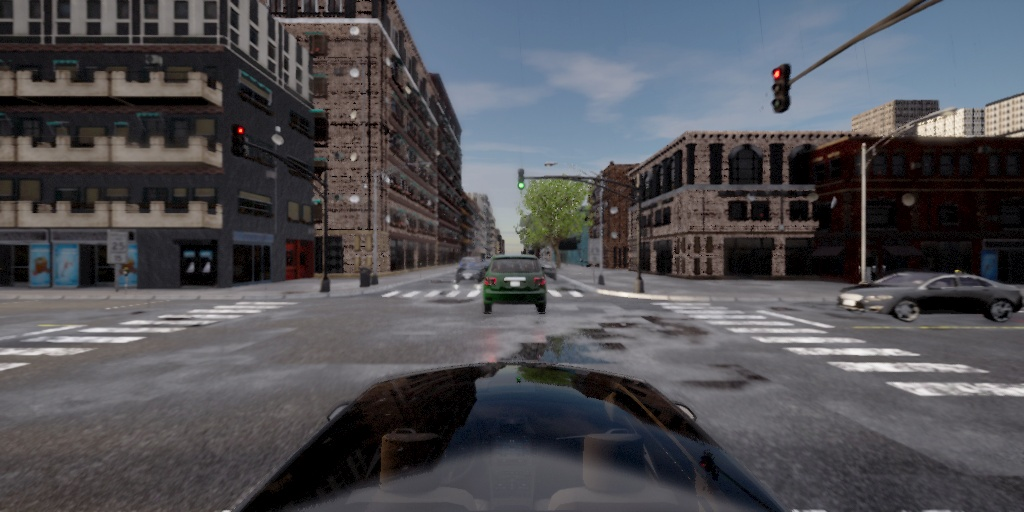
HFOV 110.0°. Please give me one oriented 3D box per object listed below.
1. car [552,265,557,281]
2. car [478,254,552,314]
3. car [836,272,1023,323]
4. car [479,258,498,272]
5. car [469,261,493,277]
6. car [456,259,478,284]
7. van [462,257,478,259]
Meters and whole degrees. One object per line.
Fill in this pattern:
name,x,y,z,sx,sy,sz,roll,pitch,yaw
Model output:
car,2.687,1.287,29.588,2.007,1.370,4.403,0,0,0
car,0.100,0.961,13.957,2.150,2.045,5.566,0,0,0
car,13.622,1.293,11.887,4.902,1.511,2.128,0,0,0
car,-3.072,1.092,47.667,2.097,1.767,4.553,0,0,0
car,-3.082,1.285,37.237,2.033,1.411,5.357,0,0,0
car,-3.092,1.228,27.342,2.128,1.511,4.902,0,0,0
van,-5.696,1.081,46.679,1.690,1.789,3.998,0,0,0
